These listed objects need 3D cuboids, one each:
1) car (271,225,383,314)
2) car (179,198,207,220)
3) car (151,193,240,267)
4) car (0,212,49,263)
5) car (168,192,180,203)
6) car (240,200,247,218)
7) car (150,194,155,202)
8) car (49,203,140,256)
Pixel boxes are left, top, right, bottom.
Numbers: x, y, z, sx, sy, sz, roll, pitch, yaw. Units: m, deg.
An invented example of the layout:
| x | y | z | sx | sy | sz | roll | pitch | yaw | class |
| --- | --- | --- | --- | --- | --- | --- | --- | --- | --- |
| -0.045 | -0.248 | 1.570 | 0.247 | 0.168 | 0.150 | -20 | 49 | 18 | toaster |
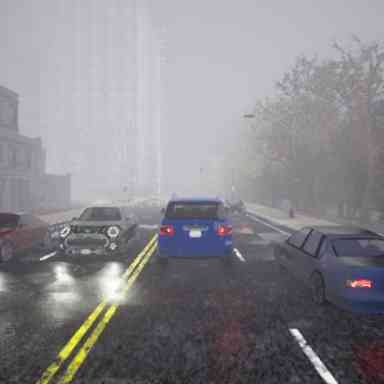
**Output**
| x | y | z | sx | sy | sz | roll | pitch | yaw | class |
| --- | --- | --- | --- | --- | --- | --- | --- | --- | --- |
| 3.337 | 1.501 | 7.815 | 2.033 | 1.411 | 5.357 | 0 | 0 | 0 | car |
| 0.094 | 1.320 | 27.621 | 2.128 | 1.511 | 4.902 | 0 | 0 | 0 | car |
| 0.095 | 1.155 | 11.275 | 2.150 | 2.045 | 5.566 | 0 | 0 | 0 | car |
| -6.600 | 1.455 | 11.817 | 1.812 | 1.442 | 4.674 | 0 | 0 | 0 | car |
| -3.251 | 0.967 | 61.135 | 2.097 | 1.767 | 4.553 | 0 | 0 | 0 | car |
| 3.344 | 1.320 | 27.644 | 2.128 | 1.511 | 4.902 | 0 | 0 | 0 | car |
| -6.502 | 1.074 | 61.107 | 1.882 | 1.535 | 5.008 | 0 | 0 | 0 | car |
| -3.349 | 1.275 | 12.720 | 2.097 | 1.767 | 4.553 | 0 | 0 | 0 | car |
